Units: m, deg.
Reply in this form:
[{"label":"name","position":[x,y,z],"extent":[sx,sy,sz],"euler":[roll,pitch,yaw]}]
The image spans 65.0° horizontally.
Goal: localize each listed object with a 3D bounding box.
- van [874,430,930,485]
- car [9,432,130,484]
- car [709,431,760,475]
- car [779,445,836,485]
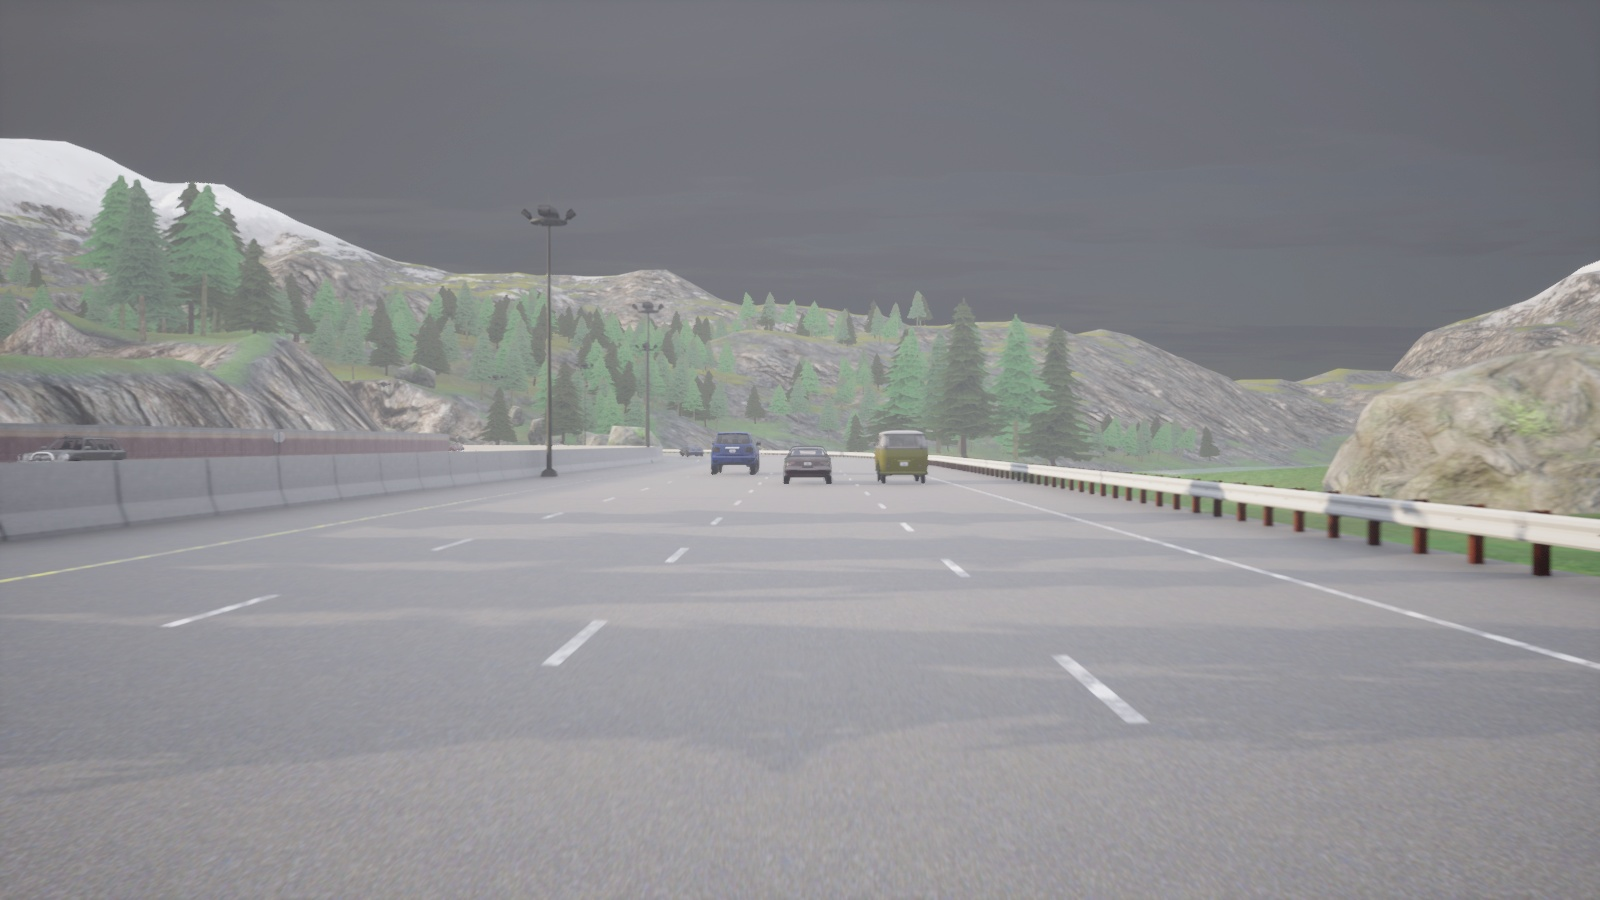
[{"label":"van","position":[3.788,0.240,47.362],"extent":[1.775,1.987,4.442],"euler":[0,0,0]},{"label":"car","position":[-27.712,0.274,47.823],"extent":[1.932,1.855,4.605],"euler":[0,0,0]},{"label":"car","position":[-3.133,0.121,61.315],"extent":[2.150,2.045,5.566],"euler":[0,0,0]},{"label":"car","position":[0.289,0.528,47.681],"extent":[2.033,1.411,5.357],"euler":[0,0,0]}]
